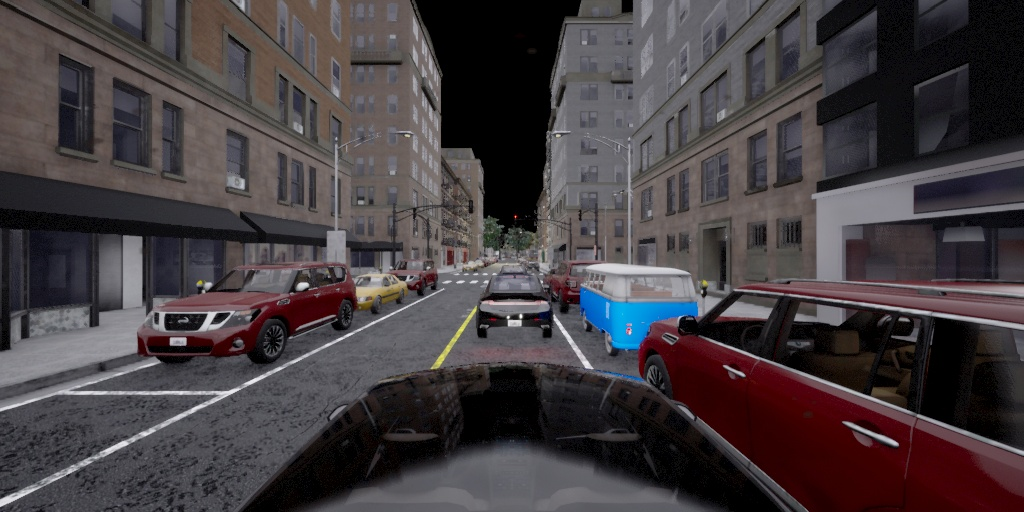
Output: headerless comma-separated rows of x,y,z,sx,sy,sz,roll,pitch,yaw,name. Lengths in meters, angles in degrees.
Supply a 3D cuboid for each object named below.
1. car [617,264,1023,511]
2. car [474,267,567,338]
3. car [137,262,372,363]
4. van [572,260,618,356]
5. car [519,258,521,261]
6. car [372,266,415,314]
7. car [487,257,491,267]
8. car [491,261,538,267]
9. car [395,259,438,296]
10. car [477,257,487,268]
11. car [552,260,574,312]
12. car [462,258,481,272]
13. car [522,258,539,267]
2.638,1.065,2.626,2.192,1.841,5.009,0,0,0,car
0.075,1.241,10.178,2.128,1.511,4.902,0,0,0,car
-5.397,1.065,8.310,2.192,1.841,5.009,0,0,0,car
2.639,1.091,8.305,1.690,1.789,3.998,0,0,0,van
2.654,1.298,57.635,2.007,1.370,4.403,0,0,0,car
-5.397,1.275,13.817,1.751,1.417,4.829,0,0,0,car
-5.392,1.062,63.119,2.192,1.841,5.009,0,0,0,car
0.074,1.241,20.229,2.128,1.511,4.902,0,0,-1,car
-5.396,1.064,19.666,2.192,1.841,5.009,0,0,0,car
-5.395,1.273,57.467,1.751,1.417,4.829,0,0,0,car
2.641,1.064,13.984,2.192,1.841,5.009,0,0,0,car
-5.403,1.273,46.504,1.751,1.417,4.829,0,0,0,car
2.651,1.298,46.671,2.007,1.370,4.403,0,0,0,car
